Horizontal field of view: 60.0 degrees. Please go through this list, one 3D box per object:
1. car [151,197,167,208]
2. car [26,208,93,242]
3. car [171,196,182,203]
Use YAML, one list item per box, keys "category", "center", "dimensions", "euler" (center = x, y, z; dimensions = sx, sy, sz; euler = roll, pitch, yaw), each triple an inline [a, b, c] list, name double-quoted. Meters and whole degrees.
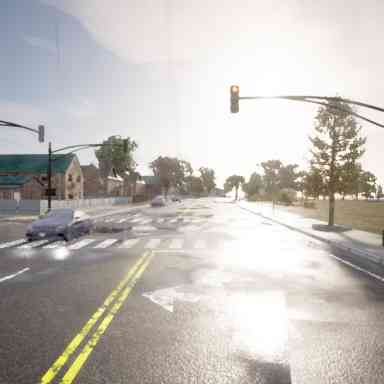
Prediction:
- category: "car"
  center: [-5.069, 1.573, 51.029]
  dimensions: [1.882, 1.535, 5.008]
  euler: [0, 0, 3]
- category: "car"
  center: [-6.340, 1.544, 16.486]
  dimensions: [1.812, 1.442, 4.674]
  euler: [0, 0, 1]
- category: "car"
  center: [-3.450, 1.590, 74.742]
  dimensions: [1.882, 1.535, 5.008]
  euler: [0, 0, 5]
